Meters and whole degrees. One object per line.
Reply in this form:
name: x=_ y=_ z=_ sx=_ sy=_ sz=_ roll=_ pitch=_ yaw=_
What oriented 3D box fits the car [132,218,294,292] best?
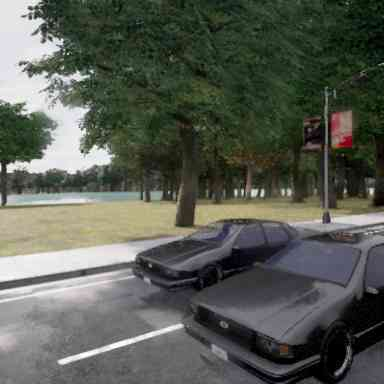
car: x=1.231 y=1.402 z=8.511 sx=5.357 sy=1.411 sz=2.033 roll=-2 pitch=1 yaw=-35

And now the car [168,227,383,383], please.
car: x=2.489 y=1.423 z=5.422 sx=5.357 sy=1.411 sz=2.033 roll=-2 pitch=1 yaw=-35
